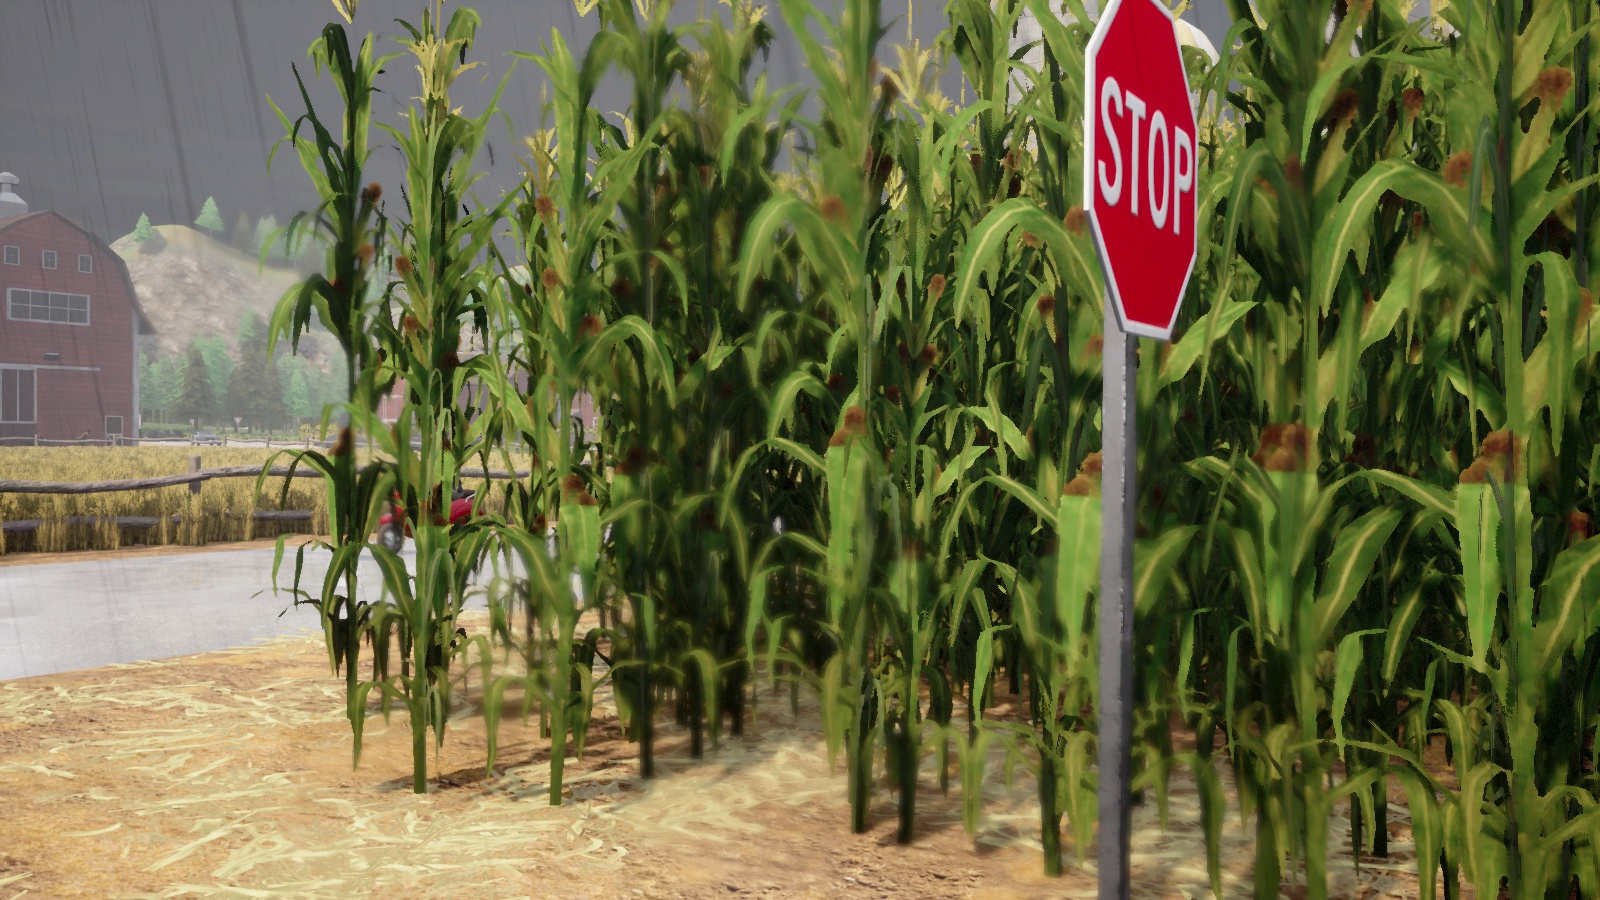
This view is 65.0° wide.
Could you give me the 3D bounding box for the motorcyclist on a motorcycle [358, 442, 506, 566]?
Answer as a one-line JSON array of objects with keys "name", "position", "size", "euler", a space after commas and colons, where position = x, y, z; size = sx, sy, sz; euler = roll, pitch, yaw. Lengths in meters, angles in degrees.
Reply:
[{"name": "motorcyclist on a motorcycle", "position": [-5.014, 0.695, 17.219], "size": [0.866, 1.590, 1.817], "euler": [0, 1, 33]}]
